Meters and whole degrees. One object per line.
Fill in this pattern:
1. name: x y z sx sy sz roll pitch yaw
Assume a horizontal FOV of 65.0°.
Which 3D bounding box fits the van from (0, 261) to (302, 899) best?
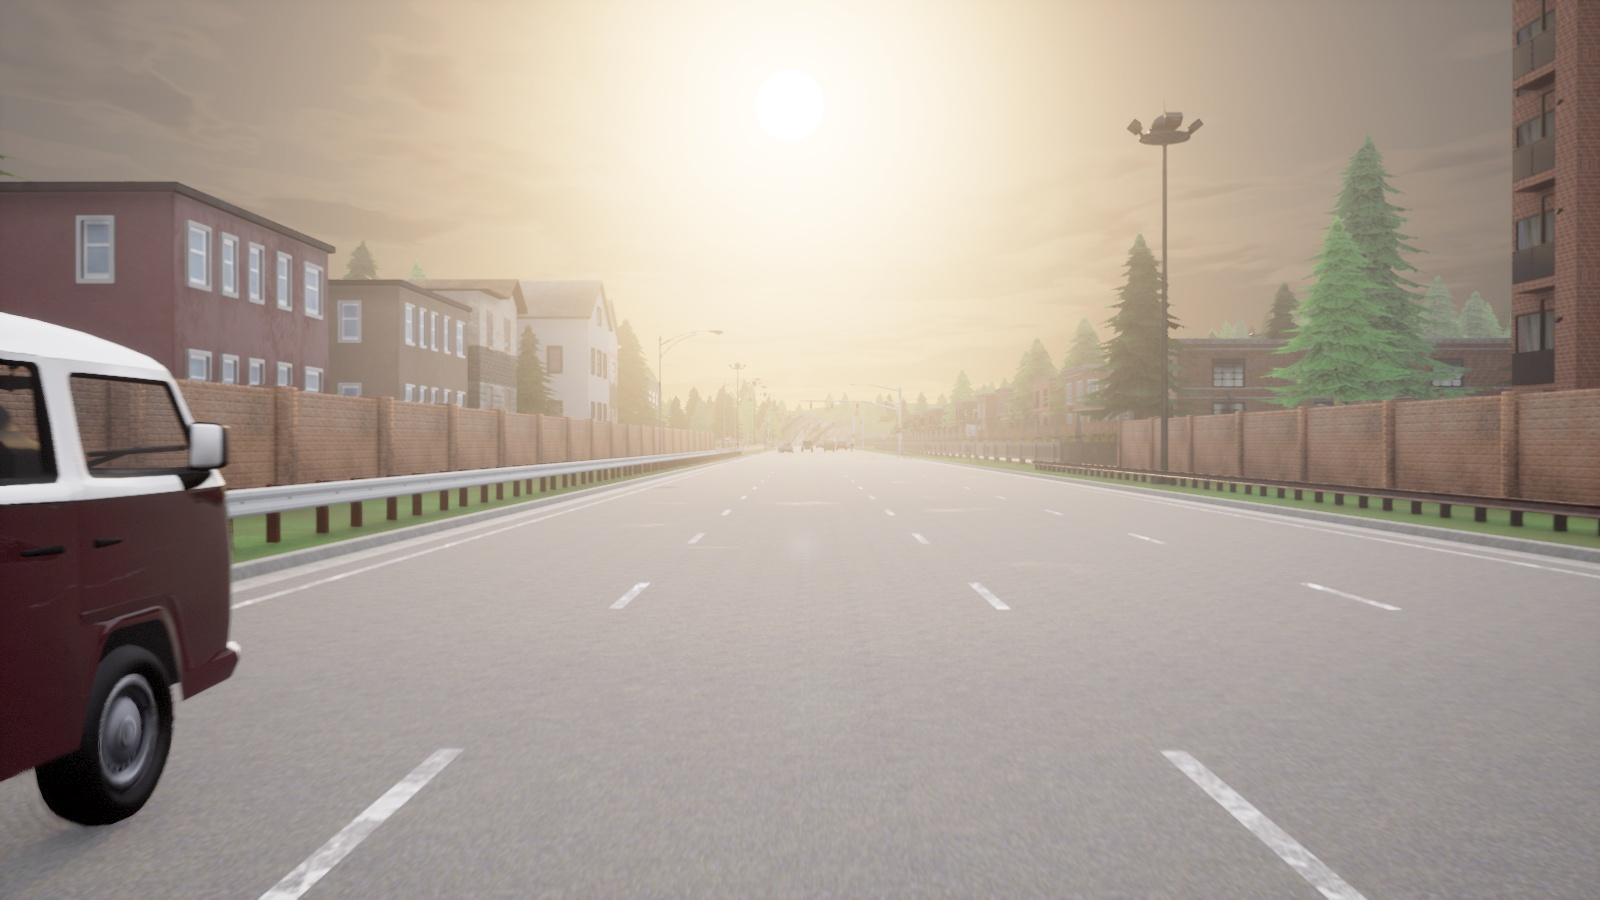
1. van: -3.462 0.445 3.858 2.069 2.038 4.480 0 0 0
